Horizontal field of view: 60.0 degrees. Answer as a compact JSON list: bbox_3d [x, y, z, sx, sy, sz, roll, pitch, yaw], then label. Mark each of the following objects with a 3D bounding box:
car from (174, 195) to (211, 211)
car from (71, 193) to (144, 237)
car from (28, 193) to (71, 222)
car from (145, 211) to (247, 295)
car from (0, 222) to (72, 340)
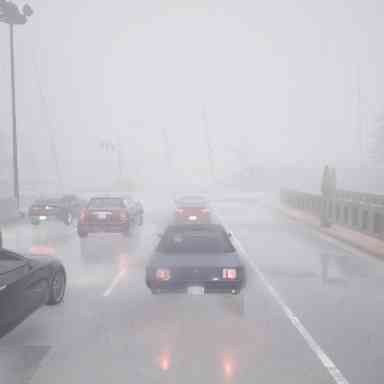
[{"bbox_3d":[0.023,0.878,17.361,1.812,1.442,4.674,0,3,0],"label":"car"},{"bbox_3d":[-3.466,0.841,14.932,2.097,1.767,4.553,0,3,0],"label":"car"},{"bbox_3d":[-6.982,0.820,17.926,1.837,1.490,4.892,0,3,0],"label":"car"},{"bbox_3d":[0.069,1.429,8.290,1.895,1.301,4.718,0,2,0],"label":"car"},{"bbox_3d":[-3.419,1.463,4.757,1.812,1.442,4.674,0,1,0],"label":"car"}]
